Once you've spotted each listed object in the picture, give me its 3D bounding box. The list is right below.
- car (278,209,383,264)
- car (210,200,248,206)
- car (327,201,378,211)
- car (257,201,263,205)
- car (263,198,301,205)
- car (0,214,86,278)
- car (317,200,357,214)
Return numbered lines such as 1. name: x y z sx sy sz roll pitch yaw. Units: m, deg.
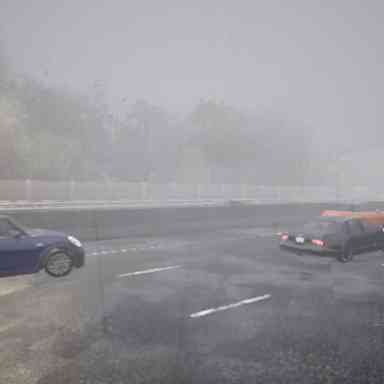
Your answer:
1. car: 5.444 1.552 11.928 5.357 1.411 2.033 0 0 -36
2. car: 3.469 1.521 32.251 4.892 1.490 1.837 1 0 -35
3. car: 9.471 1.363 19.099 4.553 1.767 2.097 0 0 -36
4. car: 11.214 1.534 46.350 4.902 1.511 2.128 0 0 -35
5. car: 11.833 1.528 42.506 4.902 1.511 2.128 0 0 -35
6. car: -5.177 1.351 8.652 4.553 1.767 2.097 0 0 -35
7. car: 16.168 1.639 37.005 4.718 1.301 1.895 0 0 -35
